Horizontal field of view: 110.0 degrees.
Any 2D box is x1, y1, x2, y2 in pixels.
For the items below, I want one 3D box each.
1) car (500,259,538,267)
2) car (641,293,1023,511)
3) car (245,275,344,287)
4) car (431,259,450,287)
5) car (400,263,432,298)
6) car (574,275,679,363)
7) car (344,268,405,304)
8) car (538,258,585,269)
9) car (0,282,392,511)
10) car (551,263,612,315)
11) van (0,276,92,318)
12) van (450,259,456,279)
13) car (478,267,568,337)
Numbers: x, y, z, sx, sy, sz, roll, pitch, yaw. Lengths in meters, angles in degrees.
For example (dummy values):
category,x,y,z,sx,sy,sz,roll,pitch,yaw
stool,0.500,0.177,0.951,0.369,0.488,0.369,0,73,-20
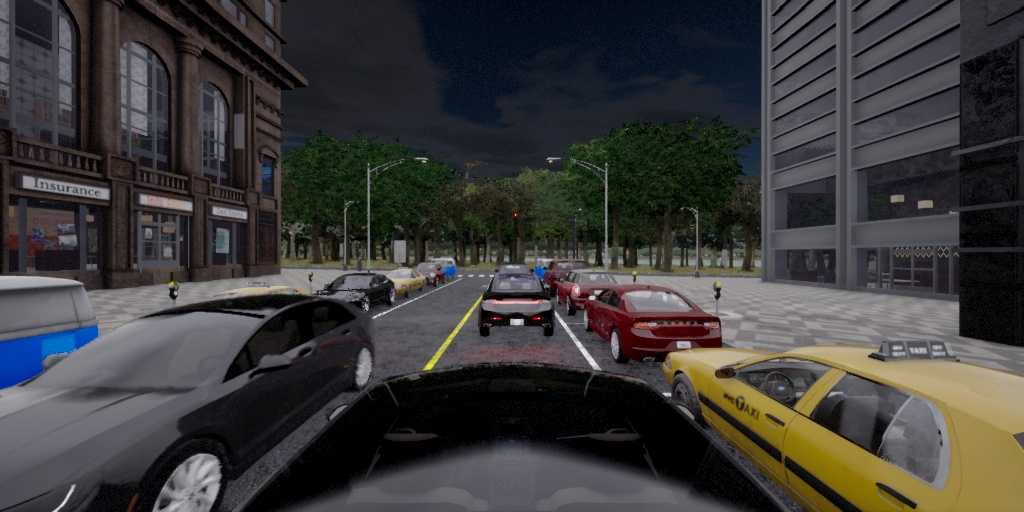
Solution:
category,x,y,z,sx,sy,sz,roll,pitch,yaw
car,0.128,1.103,19.281,2.097,1.767,4.553,0,0,1
car,2.763,1.275,2.734,1.751,1.417,4.829,0,0,0
car,-5.754,1.275,7.845,1.751,1.417,4.829,0,0,0
car,-5.728,1.192,24.327,1.967,1.591,4.097,0,0,0
car,-5.737,1.277,18.720,1.751,1.417,4.829,0,0,0
car,2.772,1.295,8.002,1.888,1.381,4.507,0,0,0
car,-5.745,1.316,13.452,1.948,1.339,4.313,0,0,0
car,2.789,1.066,18.877,2.192,1.841,5.009,0,0,0
car,-3.097,1.255,3.918,1.837,1.490,4.892,0,0,0
car,2.780,1.190,13.439,1.967,1.591,4.097,0,0,0
van,-5.762,1.091,2.578,1.690,1.789,3.998,0,0,0
van,-5.719,1.094,29.765,1.690,1.789,3.998,0,0,0
car,0.114,1.242,10.316,2.128,1.511,4.902,0,0,0
